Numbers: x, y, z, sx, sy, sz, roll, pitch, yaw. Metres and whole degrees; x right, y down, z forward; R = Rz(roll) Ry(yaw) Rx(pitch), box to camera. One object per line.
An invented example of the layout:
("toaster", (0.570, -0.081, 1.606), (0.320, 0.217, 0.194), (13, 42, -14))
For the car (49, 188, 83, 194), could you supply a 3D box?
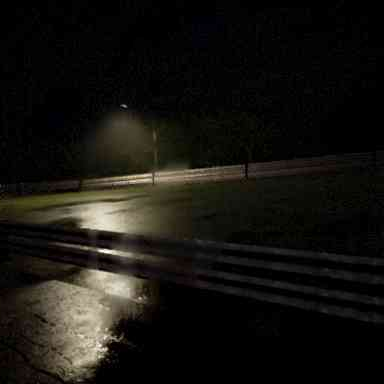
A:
("car", (-18.240, -0.180, 48.011), (4.718, 1.301, 1.895), (-4, -2, 23))
